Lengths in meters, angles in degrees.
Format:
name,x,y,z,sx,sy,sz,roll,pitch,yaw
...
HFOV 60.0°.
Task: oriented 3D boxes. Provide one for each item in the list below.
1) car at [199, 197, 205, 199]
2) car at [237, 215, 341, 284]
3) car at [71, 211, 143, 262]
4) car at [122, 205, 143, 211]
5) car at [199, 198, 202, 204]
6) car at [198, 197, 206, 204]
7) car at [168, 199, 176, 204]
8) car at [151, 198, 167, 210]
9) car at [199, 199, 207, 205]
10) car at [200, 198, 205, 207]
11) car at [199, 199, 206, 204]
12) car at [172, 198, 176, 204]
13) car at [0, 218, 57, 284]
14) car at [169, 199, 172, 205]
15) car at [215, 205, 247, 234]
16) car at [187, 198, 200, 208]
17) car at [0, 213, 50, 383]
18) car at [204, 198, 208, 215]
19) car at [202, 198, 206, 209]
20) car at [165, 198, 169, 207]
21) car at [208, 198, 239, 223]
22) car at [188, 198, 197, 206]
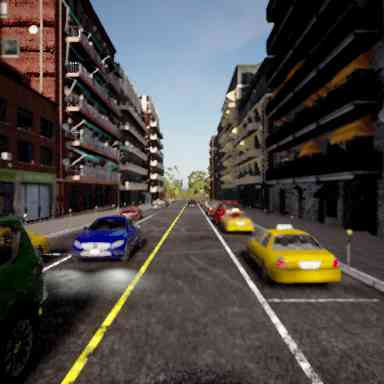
name,x,y,z,sx,sy,sz,roll,pitch,yaw
car,2.715,2.013,64.864,2.192,1.841,5.009,-1,-1,0
car,2.649,1.632,9.793,1.752,1.417,4.829,-1,-1,0
car,-3.079,1.664,12.898,1.812,1.442,4.674,0,-1,0
car,-5.682,1.922,31.677,1.802,1.307,4.206,-1,-1,0
car,2.716,2.205,59.338,1.947,1.339,4.313,-1,-1,0
car,2.734,2.309,92.484,2.192,1.841,5.009,-1,-1,0
car,-5.641,2.536,92.439,1.887,1.381,4.507,-1,-1,0
car,-5.667,2.128,53.773,2.008,1.369,4.403,-1,-1,0
car,2.731,2.403,81.604,1.752,1.417,4.829,-1,-1,0
car,2.712,2.130,53.814,2.008,1.369,4.403,-1,-1,0
car,2.735,2.517,86.957,1.802,1.307,4.206,-1,-1,0
car,-5.649,2.424,81.390,2.008,1.369,4.403,-1,-1,0
car,-5.698,1.626,9.412,1.752,1.417,4.829,-1,-1,0
car,-5.665,2.011,64.822,2.192,1.841,5.009,-1,-1,0
car,2.699,1.751,20.841,1.752,1.417,4.829,-1,-1,0
car,0.042,2.170,61.856,1.837,1.490,4.892,0,-1,0
car,-3.100,1.250,2.451,2.150,2.045,5.566,0,-1,0
car,2.699,1.842,37.243,1.967,1.590,4.097,-1,-1,0
car,2.702,1.901,42.768,1.967,1.590,4.097,-1,-1,0
car,-5.664,2.187,59.295,2.008,1.369,4.403,-1,-1,0
car,2.694,1.598,26.197,2.192,1.841,5.009,-1,-1,0
car,0.049,2.150,72.275,1.837,1.490,4.892,0,-1,0
